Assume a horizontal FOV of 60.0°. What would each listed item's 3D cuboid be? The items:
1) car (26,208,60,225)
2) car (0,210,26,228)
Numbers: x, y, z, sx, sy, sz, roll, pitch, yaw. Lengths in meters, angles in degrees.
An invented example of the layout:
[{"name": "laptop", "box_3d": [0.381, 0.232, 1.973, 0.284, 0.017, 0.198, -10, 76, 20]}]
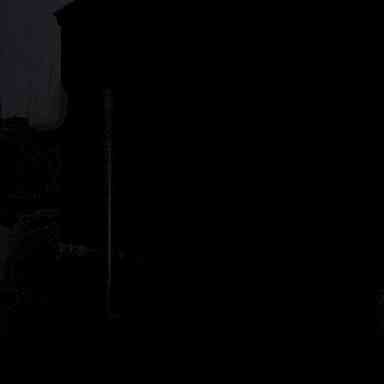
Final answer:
[{"name": "car", "box_3d": [-11.650, 2.025, 28.180, 1.752, 1.417, 4.829, -1, -2, 36]}, {"name": "car", "box_3d": [-14.979, 1.709, 23.539, 2.192, 1.841, 5.009, -1, -2, 36]}]
